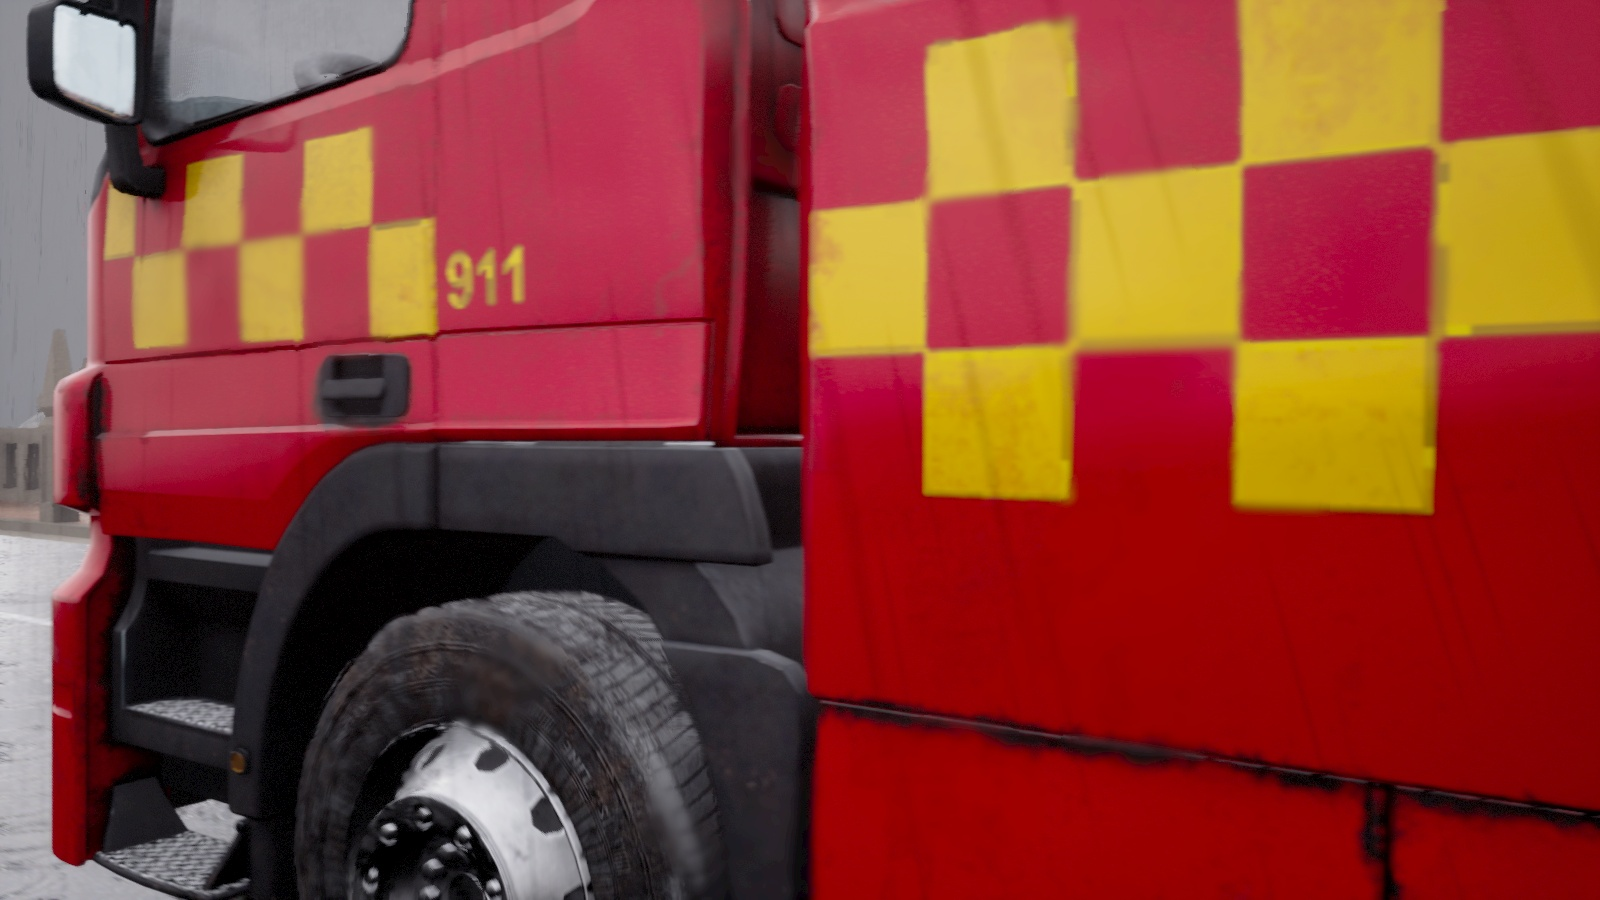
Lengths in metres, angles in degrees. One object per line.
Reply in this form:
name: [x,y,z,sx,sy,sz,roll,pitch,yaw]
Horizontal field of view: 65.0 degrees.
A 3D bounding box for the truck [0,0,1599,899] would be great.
truck: [1.818,-0.468,2.393,8.468,3.827,2.891,0,1,34]
